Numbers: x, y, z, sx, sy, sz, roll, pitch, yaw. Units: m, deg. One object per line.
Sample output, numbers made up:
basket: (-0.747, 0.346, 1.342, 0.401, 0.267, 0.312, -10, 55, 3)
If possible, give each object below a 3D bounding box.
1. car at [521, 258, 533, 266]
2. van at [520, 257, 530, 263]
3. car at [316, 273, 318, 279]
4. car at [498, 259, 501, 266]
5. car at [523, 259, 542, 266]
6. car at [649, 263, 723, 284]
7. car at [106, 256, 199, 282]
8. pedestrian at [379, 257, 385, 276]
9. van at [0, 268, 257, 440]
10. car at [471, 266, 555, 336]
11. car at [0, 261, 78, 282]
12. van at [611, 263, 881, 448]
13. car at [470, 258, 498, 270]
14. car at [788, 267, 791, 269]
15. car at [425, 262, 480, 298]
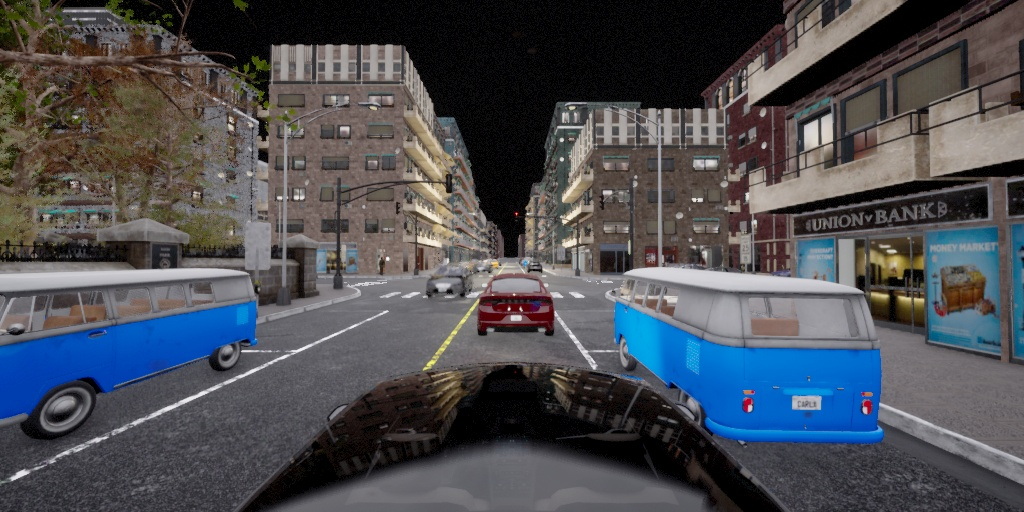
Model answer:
car: (2.684, 1.317, 48.684, 2.007, 1.370, 4.403, 0, 0, 0)
van: (2.683, 1.112, 59.968, 1.690, 1.789, 3.998, 0, 0, 0)
car: (-16.608, 1.139, 25.787, 4.902, 1.511, 2.128, 0, -1, 1)
car: (-3.100, 1.247, 55.276, 1.882, 1.535, 5.008, 0, 0, 0)
car: (2.685, 1.330, 43.041, 1.948, 1.339, 4.313, 0, 0, 0)
car: (13.792, 1.364, 28.638, 4.902, 1.511, 2.128, 0, -1, 1)
car: (-25.835, 0.949, 25.898, 4.553, 1.767, 2.097, 0, -1, 1)
pedestrian: (-12.544, 0.968, 34.481, 0.375, 1.860, 0.375, 0, -1, 1)
van: (-5.657, 1.092, 5.095, 1.690, 1.789, 3.998, 0, 0, 0)
car: (0.096, 1.230, 10.456, 1.882, 1.535, 5.008, 0, 0, 0)
car: (-35.362, 1.093, 26.015, 5.357, 1.411, 2.033, 0, -1, 1)
van: (2.658, 1.092, 5.094, 1.690, 1.789, 3.998, 0, 0, 0)
car: (-3.212, 1.255, 40.887, 2.128, 1.511, 4.902, 0, 0, 3)
car: (23.119, 1.451, 28.527, 4.674, 1.442, 1.812, 0, -1, 1)
car: (-3.101, 1.247, 18.491, 2.128, 1.511, 4.902, 0, 0, 0)
